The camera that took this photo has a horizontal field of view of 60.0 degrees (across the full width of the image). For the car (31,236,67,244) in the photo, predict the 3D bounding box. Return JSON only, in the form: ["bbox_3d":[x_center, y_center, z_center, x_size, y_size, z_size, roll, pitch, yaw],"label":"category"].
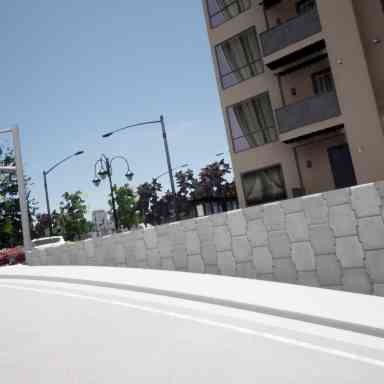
[{"bbox_3d":[-14.126,5.315,30.276,2.150,2.045,5.566,-14,-8,35],"label":"car"}]

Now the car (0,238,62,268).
[{"bbox_3d":[-12.911,4.869,25.671,1.812,1.442,4.674,-14,-8,35],"label":"car"}]
